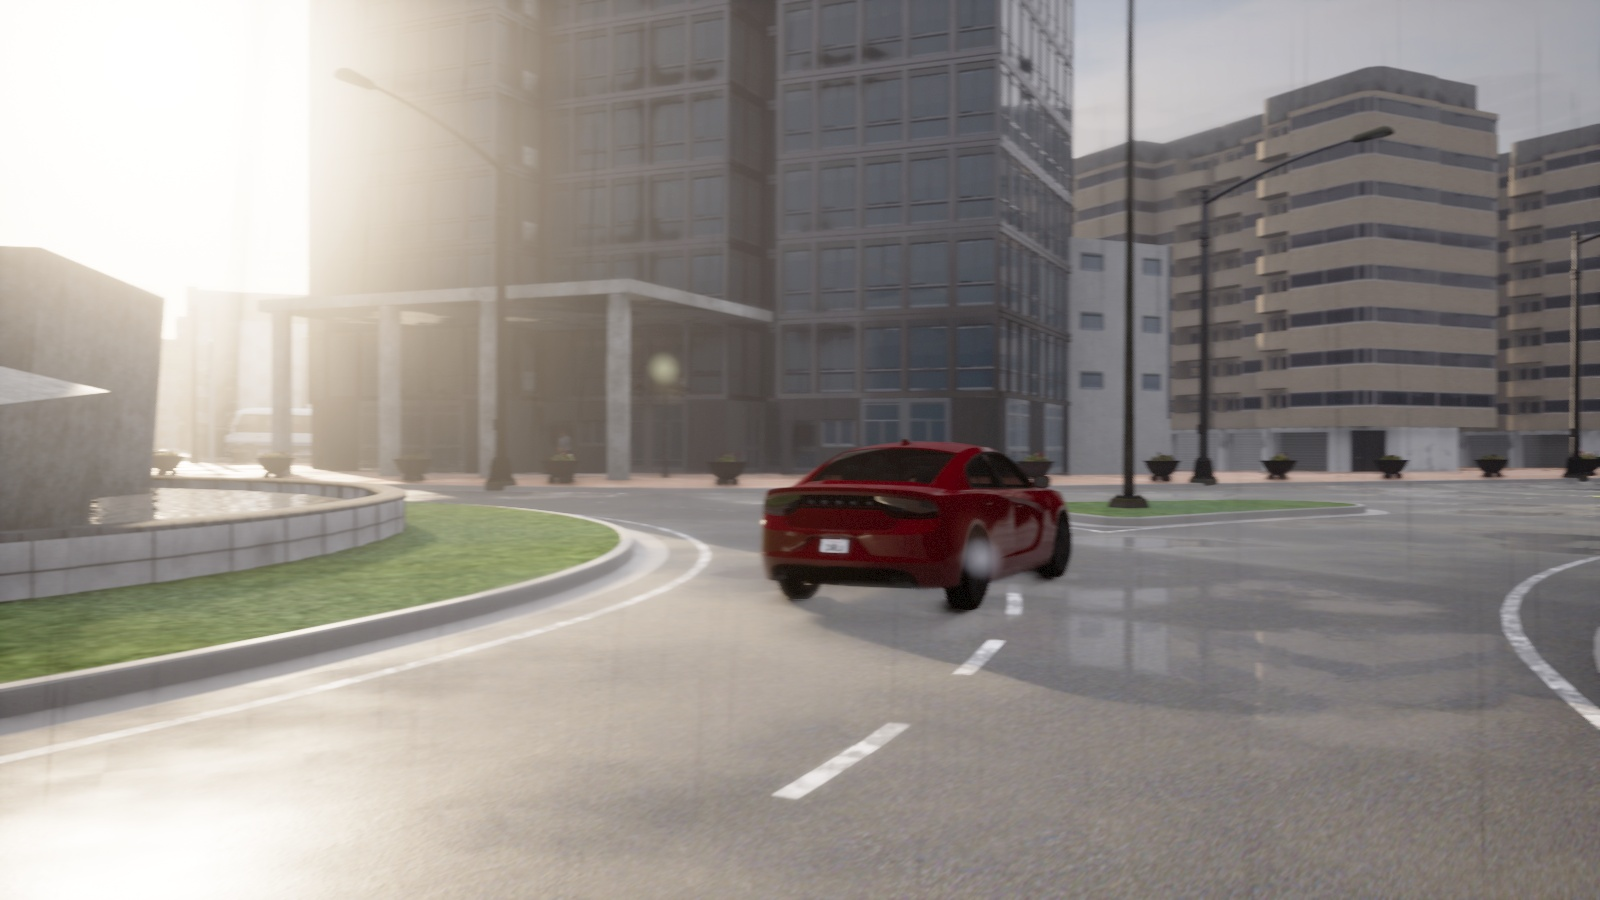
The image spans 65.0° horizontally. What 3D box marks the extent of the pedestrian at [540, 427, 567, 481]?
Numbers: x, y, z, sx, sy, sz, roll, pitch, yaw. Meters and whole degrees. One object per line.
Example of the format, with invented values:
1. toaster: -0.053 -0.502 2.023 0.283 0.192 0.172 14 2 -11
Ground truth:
1. pedestrian: -8.452 0.126 43.043 0.694 1.848 0.540 0 0 30

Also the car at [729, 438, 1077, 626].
1. car: 1.313 0.658 12.910 1.882 1.535 5.008 0 0 26
